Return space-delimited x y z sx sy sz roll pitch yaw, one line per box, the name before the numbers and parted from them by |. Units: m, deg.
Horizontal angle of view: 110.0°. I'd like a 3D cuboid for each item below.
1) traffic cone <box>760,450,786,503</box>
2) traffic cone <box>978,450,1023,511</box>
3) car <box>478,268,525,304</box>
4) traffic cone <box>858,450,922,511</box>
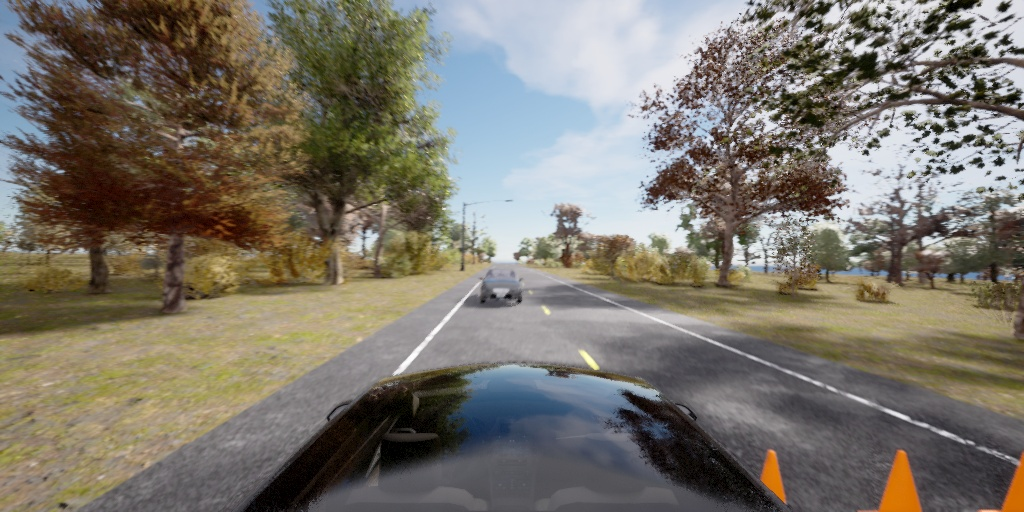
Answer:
traffic cone | 1.921 1.743 2.661 0.340 0.580 0.340 0 0 -2
traffic cone | 3.920 1.776 2.721 0.340 0.580 0.340 0 0 -2
car | -0.514 1.341 16.991 2.128 1.511 4.902 1 0 -2
traffic cone | 2.920 1.760 2.691 0.340 0.580 0.340 0 0 -2
